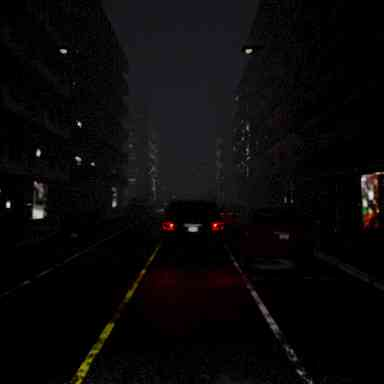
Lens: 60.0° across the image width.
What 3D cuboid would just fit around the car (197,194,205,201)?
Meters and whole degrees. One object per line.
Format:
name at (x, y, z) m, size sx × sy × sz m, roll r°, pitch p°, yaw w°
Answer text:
car at (2.572, 1.600, 94.019) m, size 2.192 × 1.841 × 5.009 m, roll 1°, pitch 0°, yaw 0°

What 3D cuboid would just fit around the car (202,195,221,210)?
car at (2.547, 1.405, 44.776) m, size 2.192 × 1.841 × 5.009 m, roll 1°, pitch 0°, yaw 0°

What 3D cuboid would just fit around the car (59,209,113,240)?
car at (-5.300, 1.586, 17.177) m, size 1.947 × 1.339 × 4.313 m, roll 1°, pitch 0°, yaw 0°

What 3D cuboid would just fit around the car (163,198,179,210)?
car at (-2.846, 1.598, 45.895) m, size 1.837 × 1.490 × 4.892 m, roll 0°, pitch 0°, yaw 0°

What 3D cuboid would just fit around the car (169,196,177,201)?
car at (-5.313, 1.851, 93.971) m, size 1.947 × 1.339 × 4.313 m, roll 1°, pitch 0°, yaw 0°

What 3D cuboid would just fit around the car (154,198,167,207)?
car at (-5.308, 1.714, 55.892) m, size 1.802 × 1.307 × 4.206 m, roll 1°, pitch 0°, yaw 0°

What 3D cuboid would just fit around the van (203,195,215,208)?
van at (2.545, 1.451, 50.308) m, size 1.690 × 1.788 × 3.998 m, roll 1°, pitch 0°, yaw 0°

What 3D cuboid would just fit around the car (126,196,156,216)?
car at (-5.297, 1.371, 33.767) m, size 2.192 × 1.841 × 5.009 m, roll 1°, pitch 0°, yaw 0°

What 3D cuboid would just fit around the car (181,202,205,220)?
car at (0.068, 1.610, 29.613) m, size 1.994 × 1.385 × 4.181 m, roll 0°, pitch 0°, yaw 0°

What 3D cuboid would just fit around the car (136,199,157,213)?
car at (-5.304, 1.617, 39.298) m, size 1.887 × 1.381 × 4.507 m, roll 1°, pitch 0°, yaw 0°

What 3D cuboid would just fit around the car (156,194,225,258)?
car at (0.060, 1.238, 13.035) m, size 2.150 × 2.045 × 5.566 m, roll 0°, pitch 0°, yaw 0°

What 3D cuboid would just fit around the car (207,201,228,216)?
car at (2.543, 1.638, 33.713) m, size 1.802 × 1.307 × 4.206 m, roll 1°, pitch 0°, yaw 0°

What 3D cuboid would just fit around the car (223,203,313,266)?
car at (2.553, 1.327, 11.587) m, size 2.192 × 1.841 × 5.009 m, roll 1°, pitch 0°, yaw 0°

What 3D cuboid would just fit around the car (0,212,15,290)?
car at (-5.291, 1.321, 6.114) m, size 2.192 × 1.841 × 5.009 m, roll 1°, pitch 0°, yaw 0°

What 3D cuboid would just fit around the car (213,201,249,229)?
car at (2.548, 1.471, 22.650) m, size 1.967 × 1.590 × 4.097 m, roll 1°, pitch 0°, yaw 0°
